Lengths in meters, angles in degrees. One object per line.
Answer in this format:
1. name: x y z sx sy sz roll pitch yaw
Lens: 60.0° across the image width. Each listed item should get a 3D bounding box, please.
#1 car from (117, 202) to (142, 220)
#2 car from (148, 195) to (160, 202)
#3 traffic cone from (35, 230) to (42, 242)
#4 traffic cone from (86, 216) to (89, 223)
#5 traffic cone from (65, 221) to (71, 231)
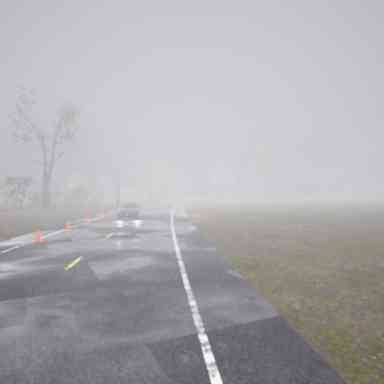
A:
1. car: -5.651 1.683 30.642 1.837 1.490 4.892 -1 0 -3
2. car: -8.175 1.432 71.439 2.150 2.045 5.566 -1 0 0
3. traffic cone: -7.515 2.139 16.246 0.340 0.580 0.340 -1 0 -5
4. traffic cone: -8.245 2.176 26.271 0.340 0.580 0.340 -1 0 -4
5. traffic cone: -7.899 2.158 21.258 0.340 0.580 0.340 -1 0 -4
